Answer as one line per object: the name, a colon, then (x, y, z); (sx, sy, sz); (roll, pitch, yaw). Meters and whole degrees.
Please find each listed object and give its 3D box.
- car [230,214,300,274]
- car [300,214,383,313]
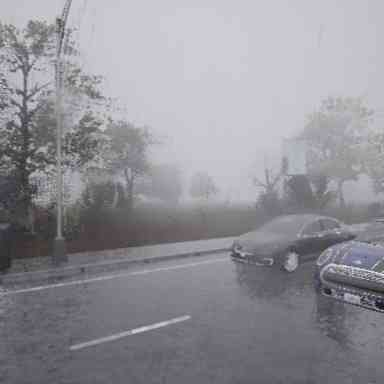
car: (3.404, 1.510, 10.721); (4.892, 1.490, 1.837); (0, 0, -35)
car: (4.759, 1.357, 7.388); (4.553, 1.767, 2.097); (0, 0, -35)
